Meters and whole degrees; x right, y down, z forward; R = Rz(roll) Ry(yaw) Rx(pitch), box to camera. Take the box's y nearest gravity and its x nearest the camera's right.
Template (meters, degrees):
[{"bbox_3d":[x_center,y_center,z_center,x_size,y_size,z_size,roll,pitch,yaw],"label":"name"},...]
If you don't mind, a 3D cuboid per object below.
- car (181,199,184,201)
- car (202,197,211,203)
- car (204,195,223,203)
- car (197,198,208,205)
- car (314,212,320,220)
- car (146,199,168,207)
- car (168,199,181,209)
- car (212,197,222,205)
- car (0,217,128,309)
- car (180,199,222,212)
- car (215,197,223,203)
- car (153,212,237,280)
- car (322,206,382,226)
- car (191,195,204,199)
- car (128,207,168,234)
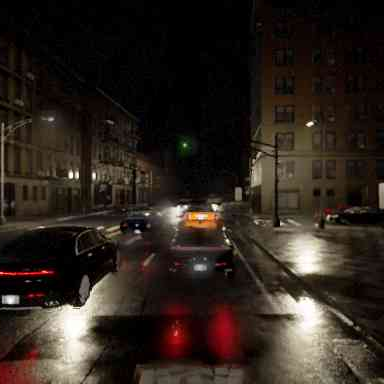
[{"bbox_3d":[-1.685,2.083,68.564,1.895,1.301,4.718,0,0,8],"label":"car"},{"bbox_3d":[3.604,1.992,83.638,1.837,1.490,4.892,0,0,8],"label":"car"},{"bbox_3d":[4.158,1.671,63.140,2.150,2.045,5.566,0,0,8],"label":"car"},{"bbox_3d":[2.334,2.052,74.118,2.033,1.411,5.357,0,0,8],"label":"car"},{"bbox_3d":[13.211,1.939,29.158,4.674,1.442,1.812,0,0,7],"label":"car"},{"bbox_3d":[-4.666,1.856,42.747,1.812,1.442,4.674,0,0,5],"label":"car"},{"bbox_3d":[-3.489,1.908,54.508,1.837,1.490,4.892,0,0,6],"label":"car"},{"bbox_3d":[5.521,1.985,73.425,1.882,1.535,5.008,0,0,8],"label":"car"},{"bbox_3d":[-3.038,1.575,8.068,1.837,1.490,4.892,0,0,1],"label":"car"},{"bbox_3d":[0.625,1.527,21.127,2.097,1.767,4.553,0,-1,2],"label":"car"},{"bbox_3d":[6.825,2.013,83.209,1.812,1.442,4.674,0,0,8],"label":"car"},{"bbox_3d":[0.254,1.577,10.205,2.128,1.511,4.902,0,-1,1],"label":"car"},{"bbox_3d":[13.133,1.878,25.877,4.902,1.511,2.128,0,0,7],"label":"car"},{"bbox_3d":[1.009,1.678,64.148,2.150,2.045,5.566,0,0,8],"label":"car"},{"bbox_3d":[-2.713,1.761,19.319,1.895,1.301,4.718,0,0,2],"label":"car"}]
